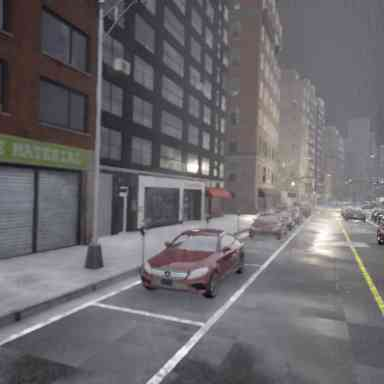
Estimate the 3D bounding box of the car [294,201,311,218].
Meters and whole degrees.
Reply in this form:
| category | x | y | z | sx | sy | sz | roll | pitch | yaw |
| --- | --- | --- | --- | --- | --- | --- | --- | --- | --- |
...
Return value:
| category | x | y | z | sx | sy | sz | roll | pitch | yaw |
| --- | --- | --- | --- | --- | --- | --- | --- | --- | --- |
| car | 12.756 | 2.044 | 39.412 | 2.192 | 1.841 | 5.009 | 1 | -1 | 22 |

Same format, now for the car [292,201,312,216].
| category | x | y | z | sx | sy | sz | roll | pitch | yaw |
| --- | --- | --- | --- | --- | --- | --- | --- | --- | --- |
| car | 14.835 | 2.149 | 44.511 | 2.192 | 1.841 | 5.009 | 1 | -1 | 22 |

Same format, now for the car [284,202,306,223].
| category | x | y | z | sx | sy | sz | roll | pitch | yaw |
| --- | --- | --- | --- | --- | --- | --- | --- | --- | --- |
| car | 8.594 | 1.956 | 29.212 | 1.967 | 1.590 | 4.097 | 1 | -1 | 22 |

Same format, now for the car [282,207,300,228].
| category | x | y | z | sx | sy | sz | roll | pitch | yaw |
| --- | --- | --- | --- | --- | --- | --- | --- | --- | --- |
| car | 6.512 | 1.991 | 24.111 | 1.802 | 1.307 | 4.206 | 1 | -1 | 22 |

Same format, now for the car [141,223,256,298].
| category | x | y | z | sx | sy | sz | roll | pitch | yaw |
| --- | --- | --- | --- | --- | --- | --- | --- | --- | --- |
| car | 0.274 | 1.664 | 8.814 | 1.802 | 1.307 | 4.206 | 1 | -1 | 22 |

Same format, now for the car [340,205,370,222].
| category | x | y | z | sx | sy | sz | roll | pitch | yaw |
| --- | --- | --- | --- | --- | --- | --- | --- | --- | --- |
| car | 17.374 | 2.418 | 35.611 | 1.994 | 1.385 | 4.181 | 2 | 0 | 22 |

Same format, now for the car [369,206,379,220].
| category | x | y | z | sx | sy | sz | roll | pitch | yaw |
| --- | --- | --- | --- | --- | --- | --- | --- | --- | --- |
| car | 20.642 | 2.532 | 36.193 | 1.947 | 1.339 | 4.313 | 1 | -1 | 22 |

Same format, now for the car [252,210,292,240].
| category | x | y | z | sx | sy | sz | roll | pitch | yaw |
| --- | --- | --- | --- | --- | --- | --- | --- | --- | --- |
| car | 4.433 | 1.882 | 19.012 | 1.802 | 1.307 | 4.206 | 1 | -1 | 22 |

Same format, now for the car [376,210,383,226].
| category | x | y | z | sx | sy | sz | roll | pitch | yaw |
| --- | --- | --- | --- | --- | --- | --- | --- | --- | --- |
| car | 18.563 | 2.426 | 31.095 | 1.947 | 1.339 | 4.313 | 1 | -1 | 22 |

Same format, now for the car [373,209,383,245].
| category | x | y | z | sx | sy | sz | roll | pitch | yaw |
| --- | --- | --- | --- | --- | --- | --- | --- | --- | --- |
| car | 9.954 | 1.806 | 15.290 | 2.097 | 1.767 | 4.553 | 2 | 0 | 22 |

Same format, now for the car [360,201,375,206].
| category | x | y | z | sx | sy | sz | roll | pitch | yaw |
| --- | --- | --- | --- | --- | --- | --- | --- | --- | --- |
| car | 40.062 | 3.426 | 76.144 | 1.947 | 1.339 | 4.313 | 1 | -1 | 31 |

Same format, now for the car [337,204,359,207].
| category | x | y | z | sx | sy | sz | roll | pitch | yaw |
| --- | --- | --- | --- | --- | --- | --- | --- | --- | --- |
| car | 21.289 | 2.654 | 45.327 | 1.895 | 1.301 | 4.718 | 2 | 0 | 22 |
